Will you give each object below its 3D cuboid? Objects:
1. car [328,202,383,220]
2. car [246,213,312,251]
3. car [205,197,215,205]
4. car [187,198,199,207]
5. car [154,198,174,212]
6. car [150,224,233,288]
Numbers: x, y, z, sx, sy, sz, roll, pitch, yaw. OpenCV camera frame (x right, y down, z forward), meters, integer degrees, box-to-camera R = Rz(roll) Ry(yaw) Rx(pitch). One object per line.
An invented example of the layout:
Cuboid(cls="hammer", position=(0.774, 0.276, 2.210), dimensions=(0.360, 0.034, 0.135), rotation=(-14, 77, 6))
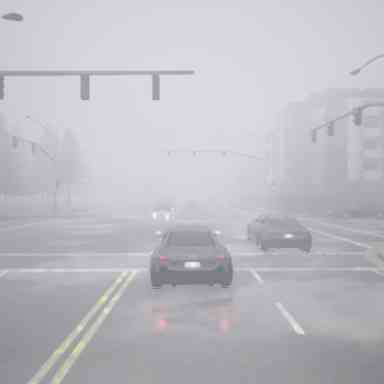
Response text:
Cuboid(cls="car", position=(14.066, 1.573, 28.087), dimensions=(4.902, 1.511, 2.128), rotation=(0, 0, -1))
Cuboid(cls="car", position=(3.595, 1.606, 14.364), dimensions=(1.994, 1.385, 4.181), rotation=(0, 0, 0))
Cuboid(cls="car", position=(3.501, 1.681, 65.049), dimensions=(2.128, 1.511, 4.902), rotation=(0, 0, 0))
Cuboid(cls="car", position=(0.101, 1.723, 54.844), dimensions=(1.994, 1.385, 4.181), rotation=(0, 0, 0))
Cuboid(cls="car", position=(-3.583, 1.645, 40.844), dimensions=(1.812, 1.442, 4.674), rotation=(0, 0, 0))
Cuboid(cls="car", position=(-0.097, 1.592, 9.391), dimensions=(1.994, 1.385, 4.181), rotation=(0, 0, -3))
